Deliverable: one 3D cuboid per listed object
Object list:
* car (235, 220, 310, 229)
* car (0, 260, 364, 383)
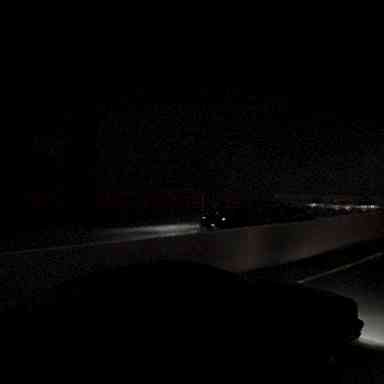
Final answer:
[{"bbox_3d":[4.594,1.483,17.423,1.837,1.490,4.892,0,0,45],"label":"car"},{"bbox_3d":[-0.203,1.549,3.746,5.357,1.411,2.033,0,0,-37],"label":"car"}]
